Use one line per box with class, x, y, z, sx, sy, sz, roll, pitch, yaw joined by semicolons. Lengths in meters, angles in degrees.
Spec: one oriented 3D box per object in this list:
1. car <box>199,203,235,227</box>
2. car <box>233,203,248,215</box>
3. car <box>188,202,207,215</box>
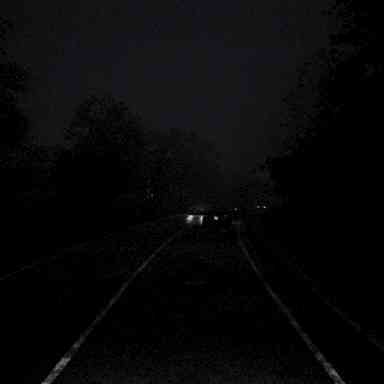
car;1.977;1.813;25.095;1.994;1.385;4.181;1;-1;9
car;5.719;2.010;41.357;1.994;1.385;4.181;1;0;16
car;0.986;1.848;38.218;1.812;1.442;4.674;1;0;15
